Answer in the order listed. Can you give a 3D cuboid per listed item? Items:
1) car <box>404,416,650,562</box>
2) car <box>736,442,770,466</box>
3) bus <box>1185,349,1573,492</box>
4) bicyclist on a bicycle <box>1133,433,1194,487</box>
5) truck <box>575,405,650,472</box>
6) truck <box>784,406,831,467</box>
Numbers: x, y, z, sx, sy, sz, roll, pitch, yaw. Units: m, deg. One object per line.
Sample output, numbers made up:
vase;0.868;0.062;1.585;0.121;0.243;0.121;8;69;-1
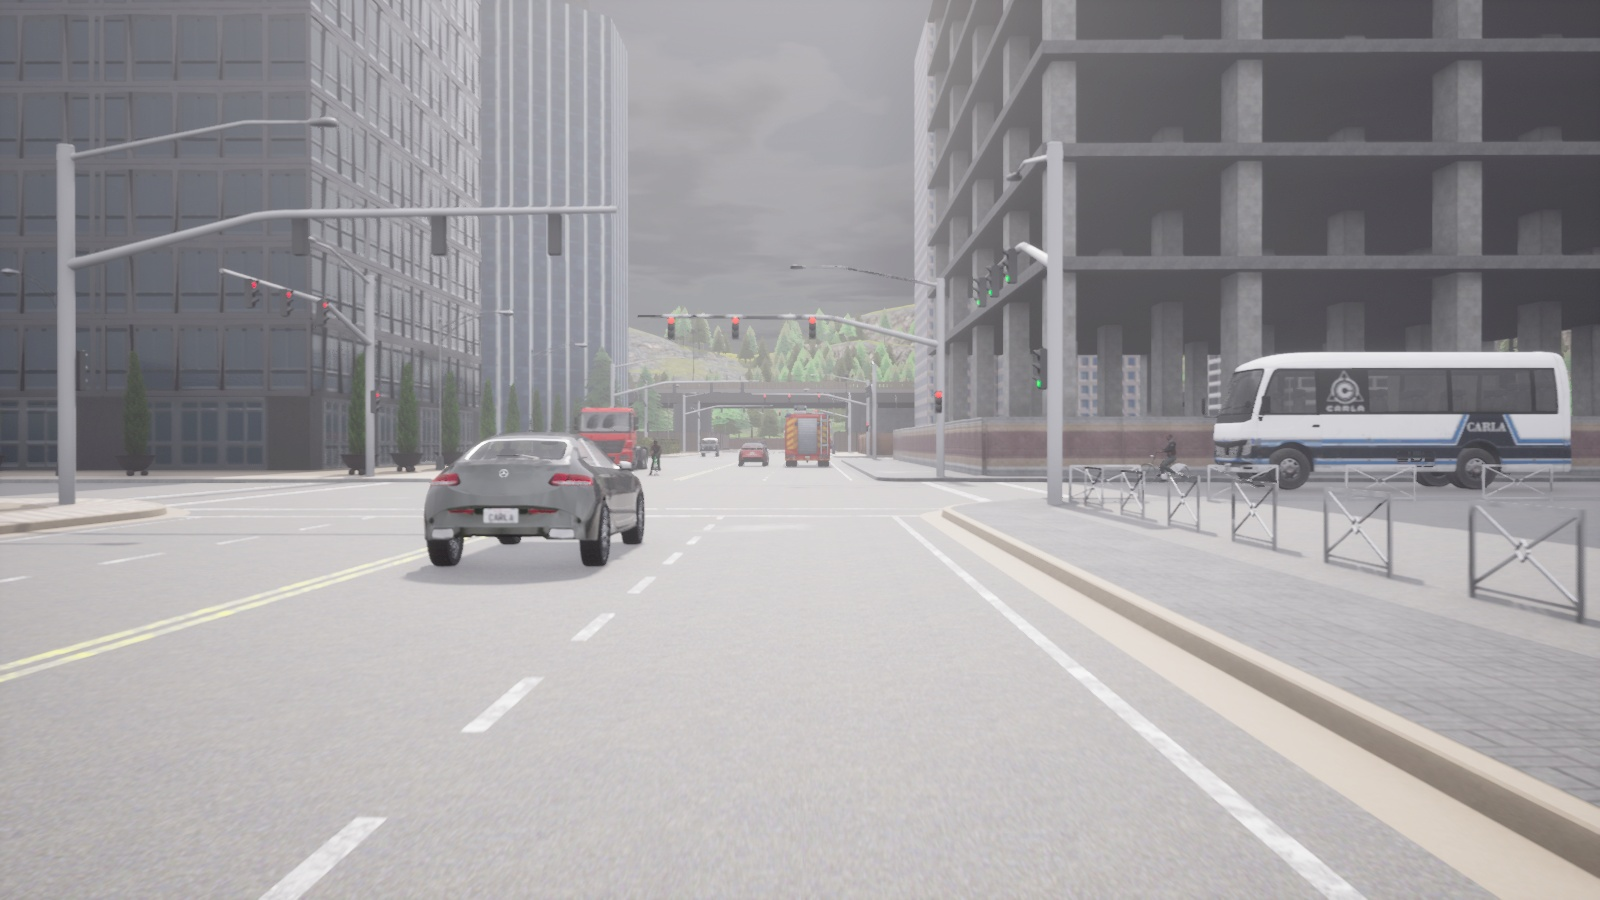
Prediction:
car;-3.390;0.428;16.706;2.152;1.651;5.027;0;0;0
car;-3.019;0.230;81.824;2.007;1.525;4.514;0;0;0
bus;17.778;-0.892;39.229;10.273;4.253;3.944;0;0;0
bicyclist on a bicycle;12.365;0.329;42.748;1.843;1.776;0.659;1;0;0
truck;-10.110;-0.630;68.651;2.891;3.462;7.936;0;0;0
truck;0.485;-0.883;82.511;2.891;3.827;8.468;0;0;0
